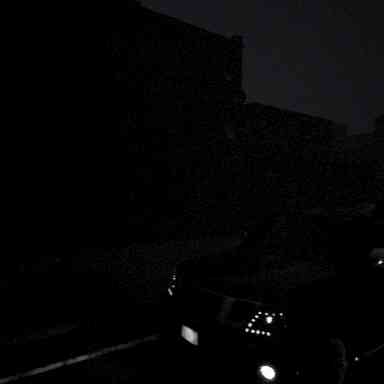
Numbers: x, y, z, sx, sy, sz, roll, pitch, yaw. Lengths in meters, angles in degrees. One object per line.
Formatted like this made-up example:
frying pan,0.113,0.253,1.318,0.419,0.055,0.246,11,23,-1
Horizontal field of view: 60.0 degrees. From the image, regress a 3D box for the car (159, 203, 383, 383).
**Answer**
car,2.224,1.222,5.269,5.566,2.045,2.150,0,0,-35
